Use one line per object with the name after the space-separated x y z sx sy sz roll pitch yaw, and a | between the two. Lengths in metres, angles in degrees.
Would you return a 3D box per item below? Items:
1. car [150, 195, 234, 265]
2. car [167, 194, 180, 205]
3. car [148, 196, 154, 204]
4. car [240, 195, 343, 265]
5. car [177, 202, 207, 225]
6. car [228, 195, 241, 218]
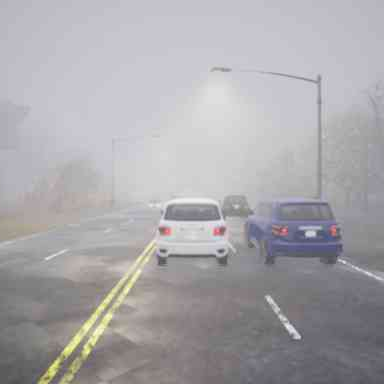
0.031 1.228 11.777 2.150 2.045 5.566 0 0 1 | car
-3.323 1.261 59.654 2.097 1.767 4.553 0 0 1 | car
-6.573 1.472 59.616 1.994 1.385 4.181 0 0 1 | car
3.283 1.223 11.808 2.150 2.045 5.566 0 0 0 | car
0.014 1.556 25.715 2.033 1.411 5.357 0 0 1 | car
3.272 1.228 26.752 2.150 2.045 5.566 0 0 1 | car
